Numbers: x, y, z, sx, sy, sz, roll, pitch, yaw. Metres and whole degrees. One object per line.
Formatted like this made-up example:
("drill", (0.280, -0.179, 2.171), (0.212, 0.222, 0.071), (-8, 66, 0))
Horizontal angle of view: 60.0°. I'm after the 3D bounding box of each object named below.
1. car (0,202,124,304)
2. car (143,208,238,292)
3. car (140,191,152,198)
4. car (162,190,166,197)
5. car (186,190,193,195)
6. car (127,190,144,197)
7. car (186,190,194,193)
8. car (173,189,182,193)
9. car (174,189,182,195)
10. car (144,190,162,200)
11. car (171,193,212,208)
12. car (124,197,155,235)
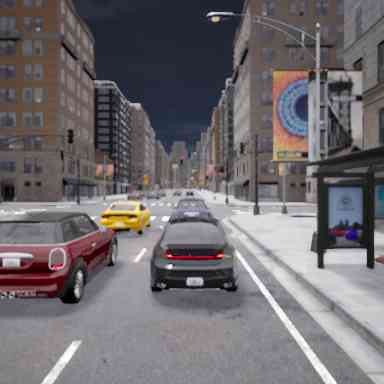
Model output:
("car", (-3.214, 1.237, 8.017), (2.097, 1.767, 4.553), (0, 1, 0))
("car", (0.030, 1.381, 8.588), (1.837, 1.490, 4.892), (0, 1, -1))
("car", (-10.217, 0.490, 74.320), (1.994, 1.385, 4.181), (0, 1, 0))
("car", (-6.968, 0.289, 74.543), (2.097, 1.767, 4.553), (0, 1, 0))
("car", (-0.576, 0.093, 92.105), (1.895, 1.301, 4.718), (0, 1, 0))
("car", (-10.176, 0.508, 59.331), (2.097, 1.767, 4.553), (0, 1, 0))
("car", (-0.512, 0.296, 81.658), (1.882, 1.535, 5.008), (0, 1, 0))
("car", (-3.765, 0.408, 82.087), (1.895, 1.301, 4.718), (0, 1, 0))
("car", (-3.826, 0.024, 92.055), (2.128, 1.511, 4.902), (0, 1, 0))
("car", (-6.929, 0.718, 59.422), (1.994, 1.385, 4.181), (0, 1, 0))
("car", (-0.023, 1.102, 17.521), (2.097, 1.767, 4.553), (0, 1, 0))
("car", (-3.269, 1.233, 17.146), (1.882, 1.535, 5.008), (0, 1, -1))
